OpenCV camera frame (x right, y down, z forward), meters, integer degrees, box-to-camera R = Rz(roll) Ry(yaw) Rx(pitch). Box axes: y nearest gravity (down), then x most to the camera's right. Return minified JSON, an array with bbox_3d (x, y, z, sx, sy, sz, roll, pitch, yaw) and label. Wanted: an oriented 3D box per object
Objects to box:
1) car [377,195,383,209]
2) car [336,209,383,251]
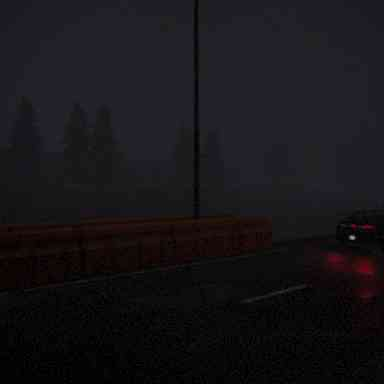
[{"bbox_3d":[27.196,1.289,45.053,4.553,1.767,2.097,0,0,-37],"label":"car"},{"bbox_3d":[7.933,1.473,13.748,4.902,1.511,2.128,0,0,-35],"label":"car"}]
